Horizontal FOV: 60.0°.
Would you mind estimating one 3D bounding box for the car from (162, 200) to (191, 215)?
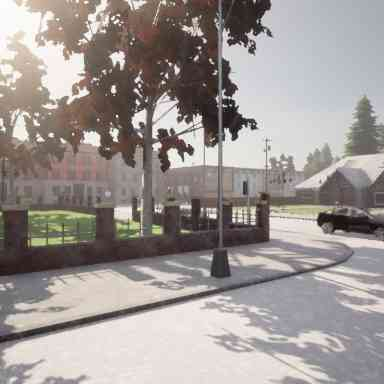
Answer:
[{"bbox_3d":[-1.128,1.526,30.883,1.812,1.442,4.674,0,0,-35],"label":"car"}]

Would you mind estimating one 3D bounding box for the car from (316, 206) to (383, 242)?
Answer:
[{"bbox_3d":[8.588,1.492,16.702,2.128,1.511,4.902,0,0,-28],"label":"car"}]
